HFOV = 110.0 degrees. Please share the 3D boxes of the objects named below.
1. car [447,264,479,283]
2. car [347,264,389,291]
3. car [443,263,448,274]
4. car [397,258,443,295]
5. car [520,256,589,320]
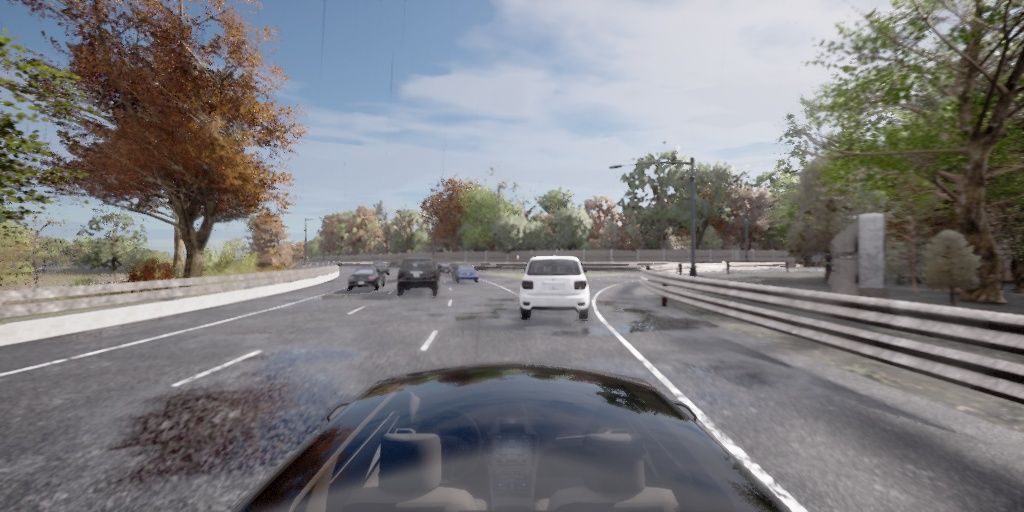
[{"bbox_3d":[-4.032,1.489,30.448,2.033,1.411,5.357,0,0,-15],"label":"car"},{"bbox_3d":[-9.487,1.450,23.587,1.812,1.442,4.674,0,0,-13],"label":"car"},{"bbox_3d":[-8.469,1.568,43.823,1.812,1.442,4.674,0,0,-21],"label":"car"},{"bbox_3d":[-5.376,1.113,21.122,2.150,2.045,5.566,0,0,-10],"label":"car"},{"bbox_3d":[1.586,1.034,13.122,2.150,2.045,5.566,0,0,8],"label":"car"}]
